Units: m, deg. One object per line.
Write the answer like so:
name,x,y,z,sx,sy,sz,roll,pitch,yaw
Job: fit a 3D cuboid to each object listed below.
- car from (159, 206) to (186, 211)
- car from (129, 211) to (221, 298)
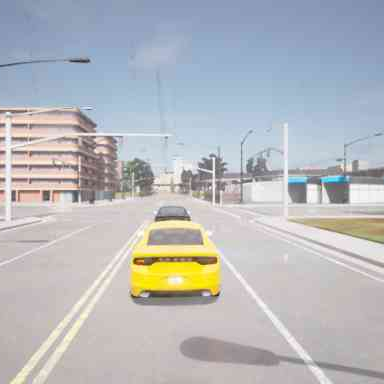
car,-1.068,1.474,18.154,1.882,1.535,5.008,0,0,-4
car,-0.437,1.476,8.594,1.882,1.535,5.008,0,0,-3
